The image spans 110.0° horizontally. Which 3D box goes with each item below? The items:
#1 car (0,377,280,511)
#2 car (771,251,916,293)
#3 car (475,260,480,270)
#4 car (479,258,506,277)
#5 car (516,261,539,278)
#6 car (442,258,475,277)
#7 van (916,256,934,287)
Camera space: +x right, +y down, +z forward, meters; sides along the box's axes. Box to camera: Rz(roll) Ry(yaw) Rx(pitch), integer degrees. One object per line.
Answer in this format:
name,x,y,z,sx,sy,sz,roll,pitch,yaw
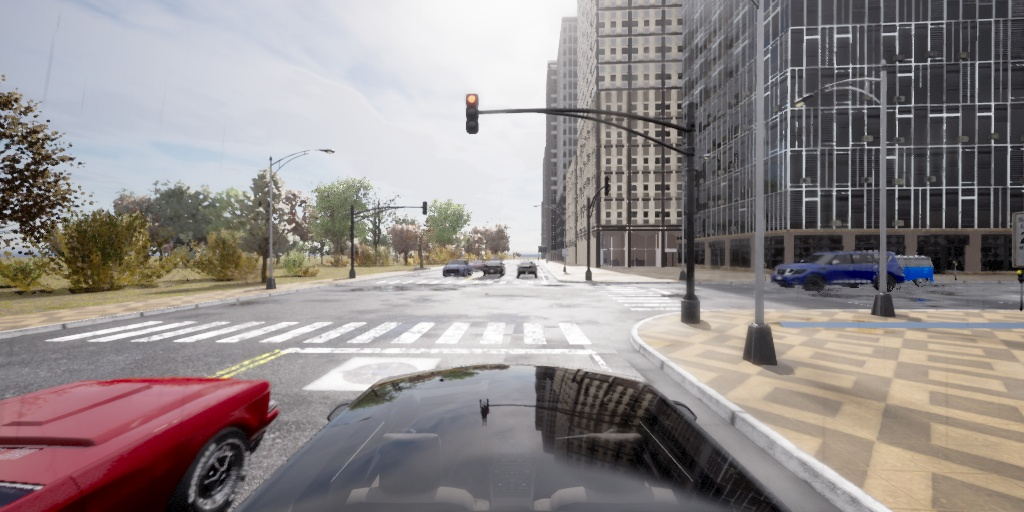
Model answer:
car,-3.117,1.351,1.217,1.895,1.301,4.718,0,0,0
car,16.893,0.788,18.754,5.566,2.045,2.150,-1,0,4
car,-4.516,1.271,46.471,1.812,1.442,4.674,0,0,4
car,-1.705,1.222,35.789,1.882,1.535,5.008,0,0,3
car,1.490,1.250,34.721,1.837,1.490,4.892,0,0,3
car,-5.239,1.095,34.491,2.097,1.767,4.553,0,0,3
van,22.094,0.856,21.120,3.998,1.789,1.690,0,0,4
